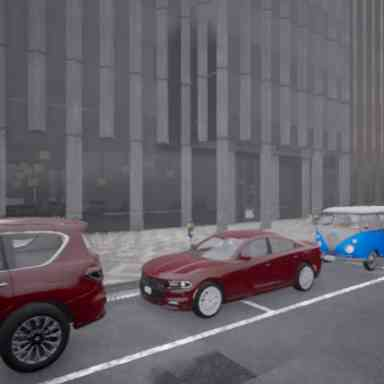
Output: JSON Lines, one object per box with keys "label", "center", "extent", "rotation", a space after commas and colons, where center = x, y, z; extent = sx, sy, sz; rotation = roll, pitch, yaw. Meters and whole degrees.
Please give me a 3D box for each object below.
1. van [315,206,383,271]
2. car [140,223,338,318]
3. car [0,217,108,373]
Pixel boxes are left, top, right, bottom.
{"label": "van", "center": [5.618, 1.344, 10.658], "extent": [3.998, 1.788, 1.690], "rotation": [0, 0, -35]}
{"label": "car", "center": [1.029, 1.546, 7.384], "extent": [4.507, 1.381, 1.887], "rotation": [0, 0, -35]}
{"label": "car", "center": [-3.561, 1.315, 4.112], "extent": [5.009, 1.841, 2.192], "rotation": [0, 0, -35]}
